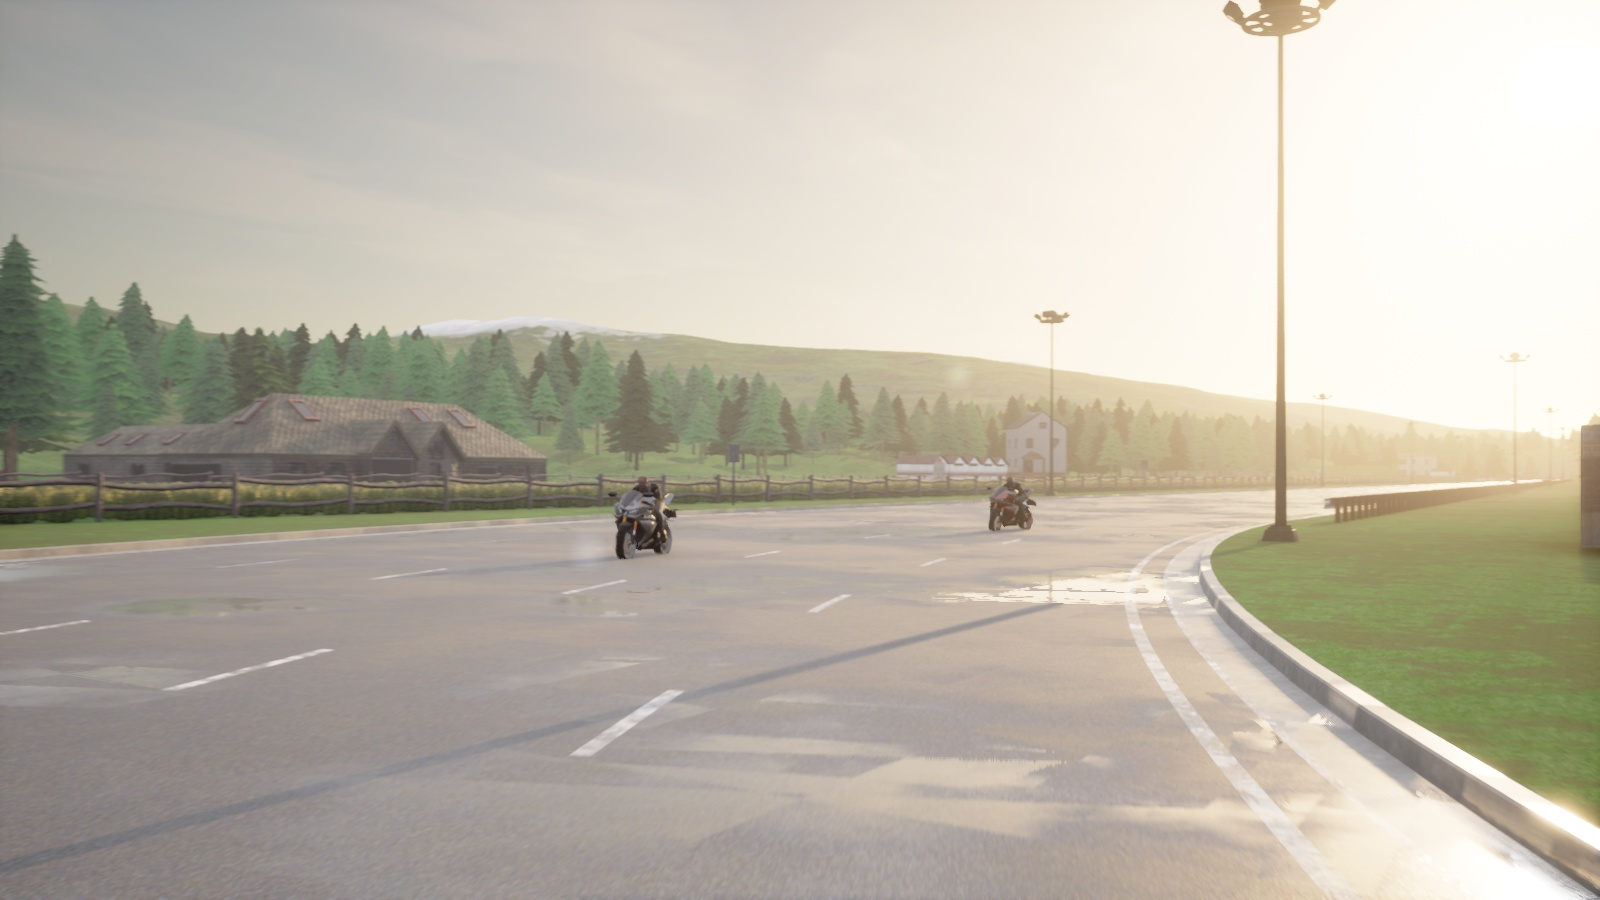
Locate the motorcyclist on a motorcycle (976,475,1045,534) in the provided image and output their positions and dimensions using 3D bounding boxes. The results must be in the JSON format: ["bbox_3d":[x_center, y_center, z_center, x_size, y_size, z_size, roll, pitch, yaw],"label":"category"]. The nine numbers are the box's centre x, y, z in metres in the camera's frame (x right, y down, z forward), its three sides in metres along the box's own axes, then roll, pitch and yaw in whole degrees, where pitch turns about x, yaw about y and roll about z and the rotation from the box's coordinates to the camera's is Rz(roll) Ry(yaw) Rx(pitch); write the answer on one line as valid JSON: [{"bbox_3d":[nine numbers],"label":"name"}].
[{"bbox_3d":[5.799,1.464,34.502,0.866,1.530,2.191,1,0,40],"label":"motorcyclist on a motorcycle"}]

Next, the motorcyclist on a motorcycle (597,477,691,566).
[{"bbox_3d":[-2.824,1.273,23.031,0.866,1.530,2.191,0,-1,18],"label":"motorcyclist on a motorcycle"}]
